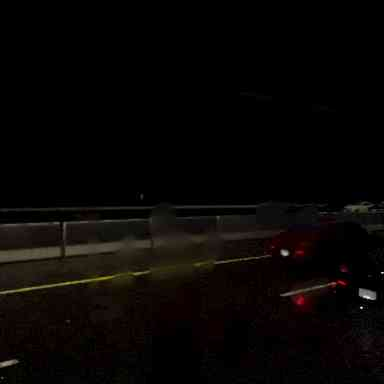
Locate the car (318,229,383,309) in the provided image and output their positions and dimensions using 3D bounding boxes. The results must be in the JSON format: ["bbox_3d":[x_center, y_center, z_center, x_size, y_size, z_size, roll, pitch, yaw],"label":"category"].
[{"bbox_3d":[4.940,1.593,6.950,4.674,1.442,1.812,0,0,-33],"label":"car"}]

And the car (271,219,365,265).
[{"bbox_3d":[4.655,1.604,10.901,4.674,1.442,1.812,0,0,-32],"label":"car"}]

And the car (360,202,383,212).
[{"bbox_3d":[20.767,1.804,35.159,4.902,1.511,2.128,1,0,-23],"label":"car"}]

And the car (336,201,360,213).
[{"bbox_3d":[19.426,1.837,38.397,4.674,1.442,1.812,1,0,-22],"label":"car"}]

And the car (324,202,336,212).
[{"bbox_3d":[18.687,1.880,41.862,4.181,1.385,1.994,1,0,-23],"label":"car"}]
